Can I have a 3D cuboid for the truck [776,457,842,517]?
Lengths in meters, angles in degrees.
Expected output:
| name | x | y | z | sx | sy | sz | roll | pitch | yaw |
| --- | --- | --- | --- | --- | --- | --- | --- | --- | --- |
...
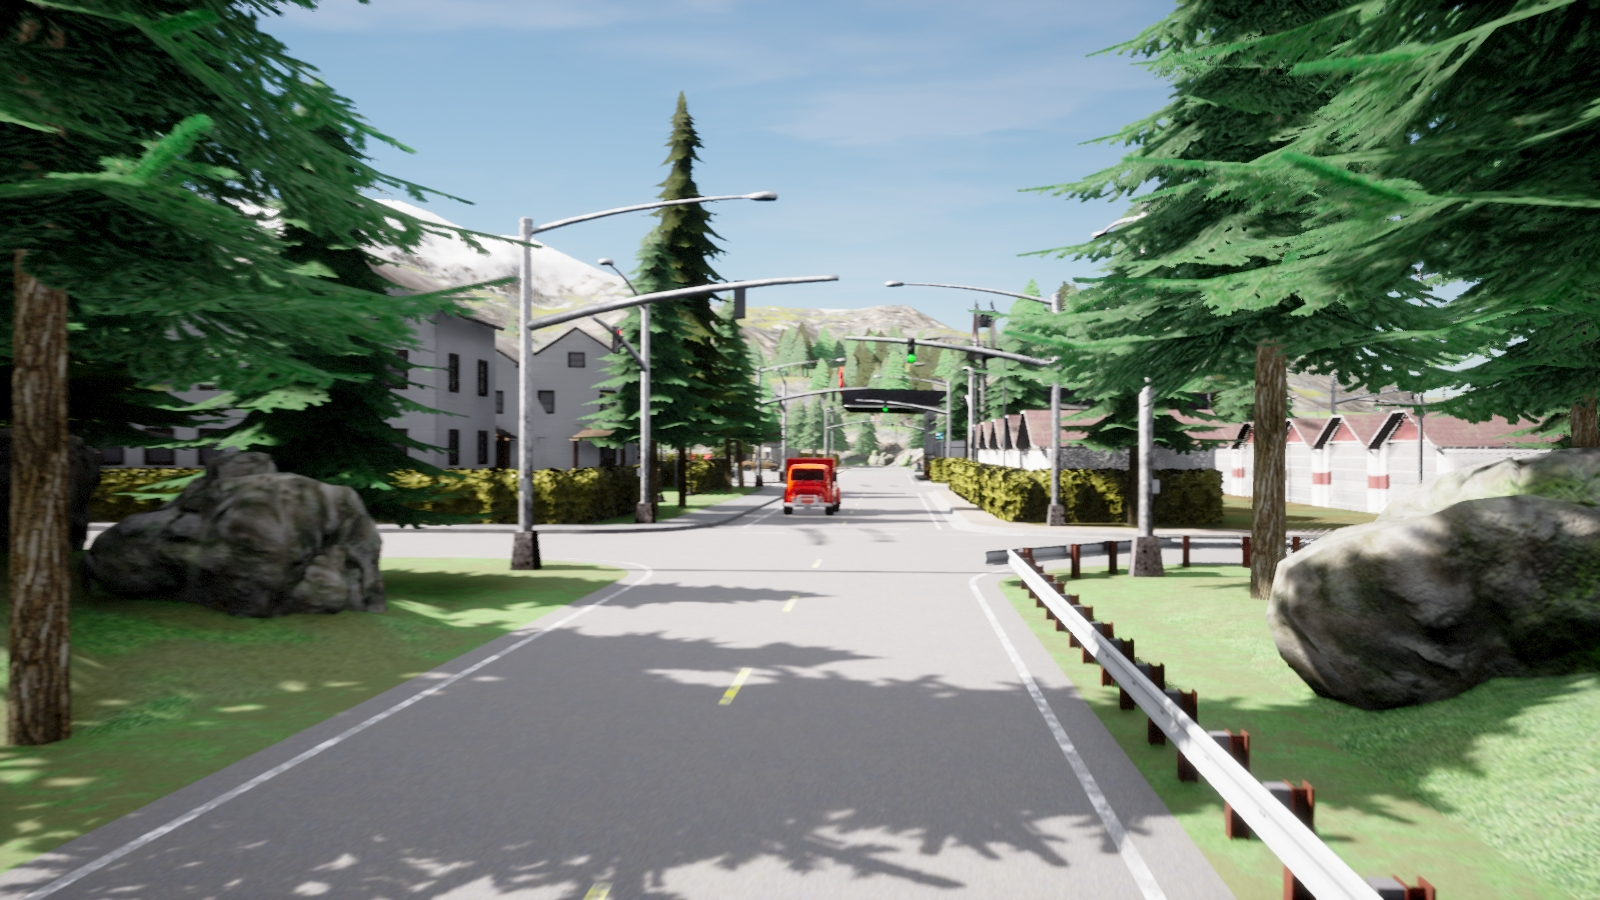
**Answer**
| name | x | y | z | sx | sy | sz | roll | pitch | yaw |
| --- | --- | --- | --- | --- | --- | --- | --- | --- | --- |
| truck | 0.482 | 1.562 | 50.656 | 2.627 | 2.467 | 5.204 | 0 | 0 | 4 |
